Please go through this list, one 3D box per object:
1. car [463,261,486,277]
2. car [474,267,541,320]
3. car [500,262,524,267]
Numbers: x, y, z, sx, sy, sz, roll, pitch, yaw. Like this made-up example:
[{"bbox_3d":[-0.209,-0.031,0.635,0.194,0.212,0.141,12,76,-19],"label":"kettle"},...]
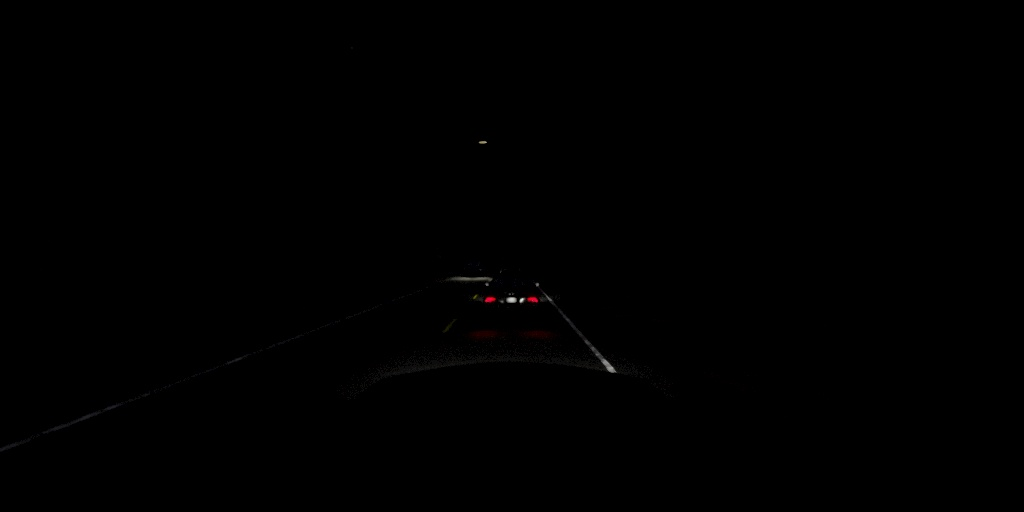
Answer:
[{"bbox_3d":[-3.623,1.224,35.345,1.882,1.535,5.008,0,0,0],"label":"car"},{"bbox_3d":[0.005,1.281,12.582,2.033,1.411,5.357,0,0,0],"label":"car"},{"bbox_3d":[-0.011,1.231,29.751,2.128,1.511,4.902,0,0,0],"label":"car"}]
